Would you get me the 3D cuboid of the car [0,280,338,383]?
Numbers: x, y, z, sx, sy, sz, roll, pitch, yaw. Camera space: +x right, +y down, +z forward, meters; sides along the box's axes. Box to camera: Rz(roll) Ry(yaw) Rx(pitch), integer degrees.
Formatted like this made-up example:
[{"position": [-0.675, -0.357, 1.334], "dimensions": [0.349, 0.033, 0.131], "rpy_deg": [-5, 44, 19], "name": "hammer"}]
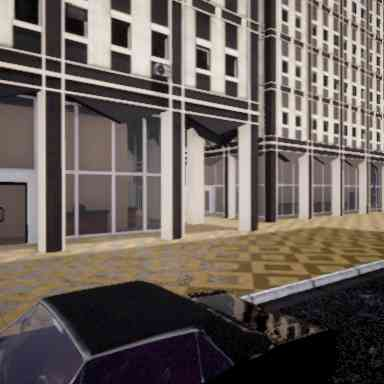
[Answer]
[{"position": [-0.942, 1.597, 2.703], "dimensions": [4.718, 1.301, 1.895], "rpy_deg": [0, 0, -35], "name": "car"}]
